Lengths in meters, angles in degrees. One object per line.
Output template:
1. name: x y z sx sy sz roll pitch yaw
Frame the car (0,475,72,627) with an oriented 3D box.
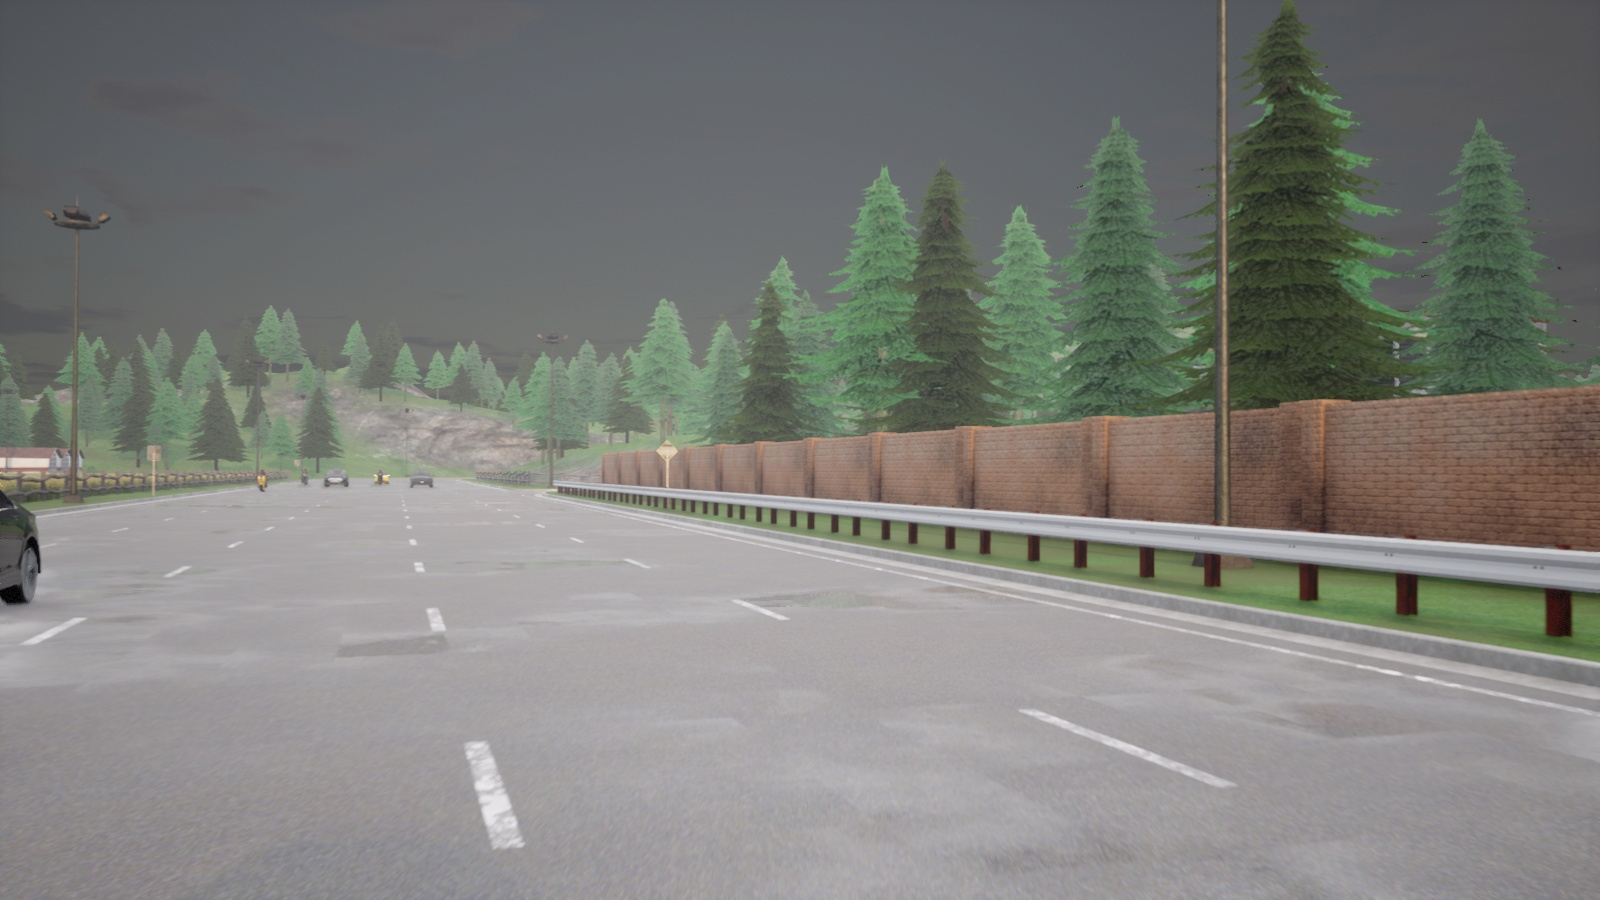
1. car: -9.125 1.015 12.639 2.128 1.511 4.902 0 -1 -18
